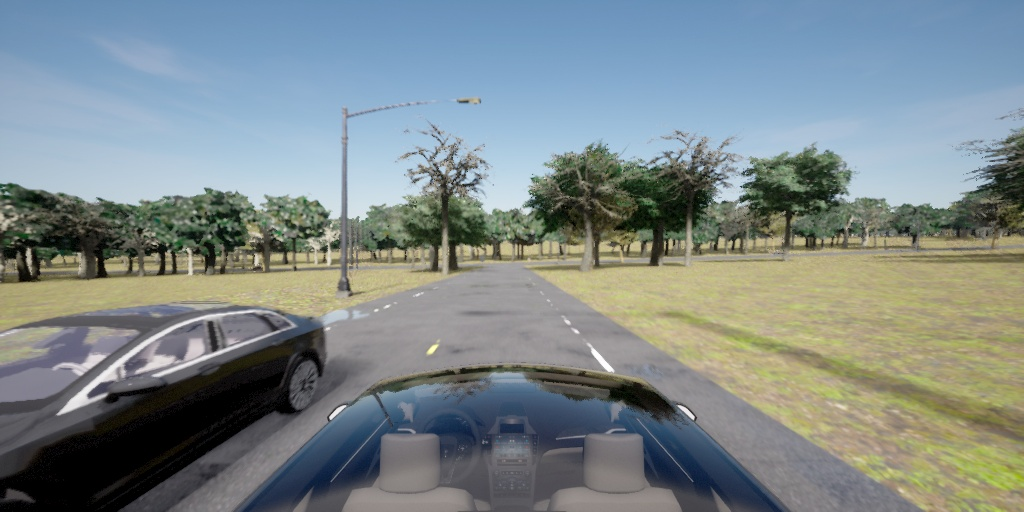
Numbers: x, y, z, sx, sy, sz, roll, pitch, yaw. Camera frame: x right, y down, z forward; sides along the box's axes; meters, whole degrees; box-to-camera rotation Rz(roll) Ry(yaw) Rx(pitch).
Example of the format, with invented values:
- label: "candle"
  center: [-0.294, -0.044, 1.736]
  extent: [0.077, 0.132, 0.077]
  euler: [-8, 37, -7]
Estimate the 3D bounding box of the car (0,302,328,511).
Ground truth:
- label: "car"
  center: [-3.600, 1.256, 3.273]
  extent: [2.128, 1.511, 4.902]
  euler: [0, -1, 0]
